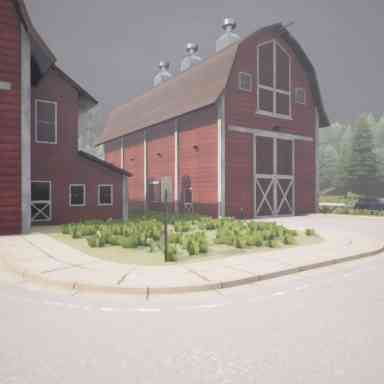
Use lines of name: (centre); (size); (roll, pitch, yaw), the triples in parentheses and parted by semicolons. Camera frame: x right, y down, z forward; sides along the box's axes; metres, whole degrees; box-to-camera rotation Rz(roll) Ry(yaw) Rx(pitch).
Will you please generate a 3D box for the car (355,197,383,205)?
car: (20.145, 1.387, 36.102); (2.097, 1.767, 4.553); (0, 0, -34)
